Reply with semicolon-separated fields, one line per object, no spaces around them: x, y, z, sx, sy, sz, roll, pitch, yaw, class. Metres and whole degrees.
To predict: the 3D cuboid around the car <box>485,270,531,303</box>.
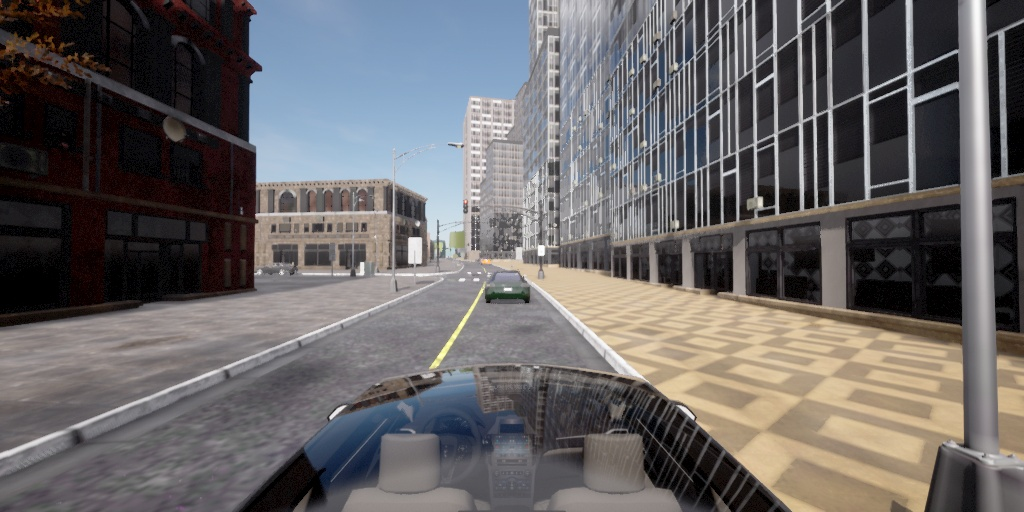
-0.226;1.324;16.567;1.994;1.385;4.181;0;0;-2;car

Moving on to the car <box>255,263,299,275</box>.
-25.251;1.363;38.464;4.403;1.370;2.007;0;0;7;car
